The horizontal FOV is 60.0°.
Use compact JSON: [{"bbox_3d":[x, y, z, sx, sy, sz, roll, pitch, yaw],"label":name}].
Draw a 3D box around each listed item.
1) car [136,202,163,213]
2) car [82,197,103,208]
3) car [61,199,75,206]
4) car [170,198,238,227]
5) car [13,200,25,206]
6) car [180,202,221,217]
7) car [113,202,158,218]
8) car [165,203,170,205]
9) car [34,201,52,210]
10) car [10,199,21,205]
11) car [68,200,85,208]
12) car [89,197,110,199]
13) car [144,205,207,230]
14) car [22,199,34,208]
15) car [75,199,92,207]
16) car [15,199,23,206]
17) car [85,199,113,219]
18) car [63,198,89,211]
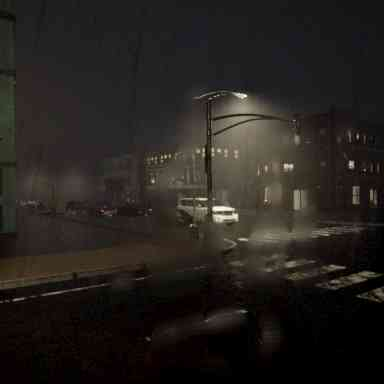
[{"bbox_3d":[-5.636,1.972,43.952,1.802,1.307,4.206,-1,0,-36],"label":"car"},{"bbox_3d":[-18.519,1.946,61.963,2.192,1.841,5.009,-1,0,-36],"label":"car"},{"bbox_3d":[-28.171,2.370,75.472,1.947,1.339,4.313,-1,0,-36],"label":"car"},{"bbox_3d":[0.955,1.448,24.785,2.150,2.045,5.566,-1,0,-35],"label":"car"},{"bbox_3d":[-41.426,2.551,79.602,2.008,1.369,4.403,-1,0,-36],"label":"car"},{"bbox_3d":[0.801,1.816,34.947,2.008,1.369,4.403,-2,0,-36],"label":"car"},{"bbox_3d":[-5.925,1.908,34.414,2.033,1.411,5.357,-1,0,-36],"label":"car"},{"bbox_3d":[-2.418,1.910,39.450,1.802,1.307,4.206,-1,0,-36],"label":"car"},{"bbox_3d":[-25.231,2.236,56.950,1.752,1.417,4.829,-1,0,-36],"label":"car"},{"bbox_3d":[-44.644,2.601,84.104,1.887,1.381,4.507,-1,0,-36],"label":"car"},{"bbox_3d":[-21.454,2.235,61.637,1.994,1.385,4.181,-1,0,-36],"label":"car"},{"bbox_3d":[-15.393,2.037,53.157,1.882,1.535,5.008,-1,0,-35],"label":"car"},{"bbox_3d":[-1.263,1.818,23.215,1.947,1.339,4.313,-1,0,-36],"label":"car"},{"bbox_3d":[-31.769,2.379,66.094,2.008,1.369,4.403,-1,0,-36],"label":"car"},{"bbox_3d":[-21.733,2.234,66.466,1.887,1.381,4.507,-1,0,-36],"label":"car"},{"bbox_3d":[-38.209,2.384,75.098,1.967,1.590,4.097,-1,0,-36],"label":"car"},{"bbox_3d":[-9.237,1.850,34.574,1.967,1.590,4.097,-1,0,-36],"label":"car"},{"bbox_3d":[-18.072,2.071,51.559,1.882,1.535,5.008,-1,-1,-35],"label":"car"}]
